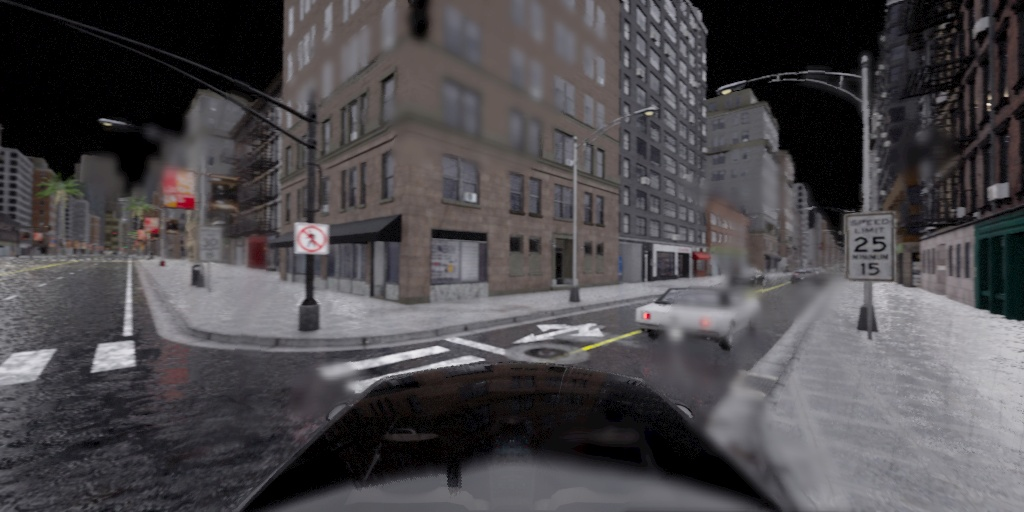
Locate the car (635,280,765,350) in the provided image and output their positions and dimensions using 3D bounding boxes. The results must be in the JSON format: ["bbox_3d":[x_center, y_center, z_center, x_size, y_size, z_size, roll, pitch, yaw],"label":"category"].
[{"bbox_3d":[5.157,1.469,9.573,1.895,1.301,4.718,0,-1,43],"label":"car"}]

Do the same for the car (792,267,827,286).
[{"bbox_3d":[26.683,1.846,32.430,2.128,1.511,4.902,0,-1,44],"label":"car"}]

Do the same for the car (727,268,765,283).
[{"bbox_3d":[18.604,1.710,28.409,1.882,1.535,5.008,0,-1,43],"label":"car"}]
